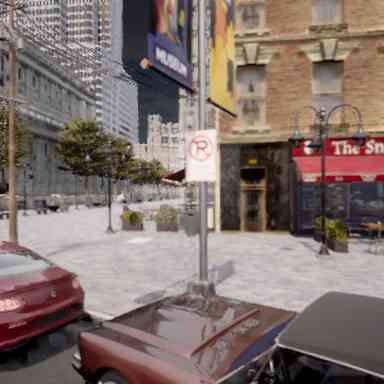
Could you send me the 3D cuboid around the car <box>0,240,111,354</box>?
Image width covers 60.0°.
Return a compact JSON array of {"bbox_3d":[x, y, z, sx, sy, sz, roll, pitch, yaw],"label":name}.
[{"bbox_3d":[-3.893,1.528,5.540,4.674,1.452,2.002,0,0,27],"label":"car"}]
